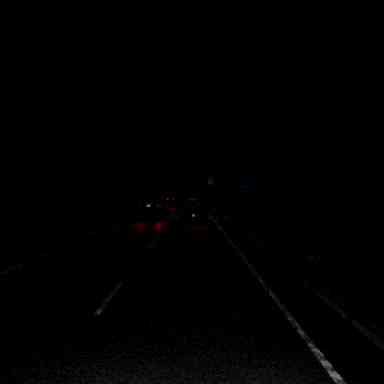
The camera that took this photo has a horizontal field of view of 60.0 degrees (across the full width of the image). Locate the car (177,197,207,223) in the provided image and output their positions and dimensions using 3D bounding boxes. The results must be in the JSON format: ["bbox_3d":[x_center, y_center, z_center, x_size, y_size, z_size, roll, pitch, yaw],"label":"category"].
[{"bbox_3d":[0.105,1.436,25.291,1.882,1.535,5.008,0,0,0],"label":"car"}]

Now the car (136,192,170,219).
[{"bbox_3d":[-3.393,1.163,28.722,2.150,2.045,5.566,0,0,0],"label":"car"}]

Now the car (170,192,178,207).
[{"bbox_3d":[-3.299,1.021,48.743,2.150,2.045,5.566,0,0,1],"label":"car"}]
